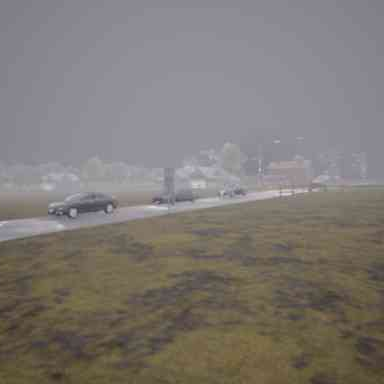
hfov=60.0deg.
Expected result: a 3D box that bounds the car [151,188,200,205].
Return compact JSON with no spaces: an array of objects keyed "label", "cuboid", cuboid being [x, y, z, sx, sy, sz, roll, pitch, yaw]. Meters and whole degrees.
[{"label":"car","cuboid":[-1.359,0.352,30.132,2.033,1.411,5.357,1,3,36]}]

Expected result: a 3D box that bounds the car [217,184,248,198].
[{"label":"car","cuboid":[4.738,-0.207,38.500,2.128,1.511,4.902,1,3,36]}]

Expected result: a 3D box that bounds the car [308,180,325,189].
[{"label":"car","cuboid":[20.919,-1.281,55.742,1.882,1.535,5.008,1,3,36]}]

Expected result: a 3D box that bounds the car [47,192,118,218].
[{"label":"car","cuboid":[-7.178,0.797,22.146,1.837,1.490,4.892,1,3,36]}]
